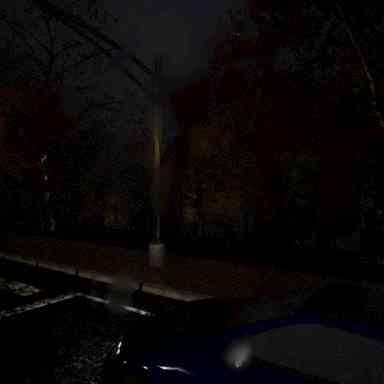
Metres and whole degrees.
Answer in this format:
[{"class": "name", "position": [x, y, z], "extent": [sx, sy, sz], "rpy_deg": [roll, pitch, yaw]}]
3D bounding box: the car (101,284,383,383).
[{"class": "car", "position": [1.146, 1.564, 2.865], "extent": [4.181, 1.385, 1.994], "rpy_deg": [0, 0, 35]}]
